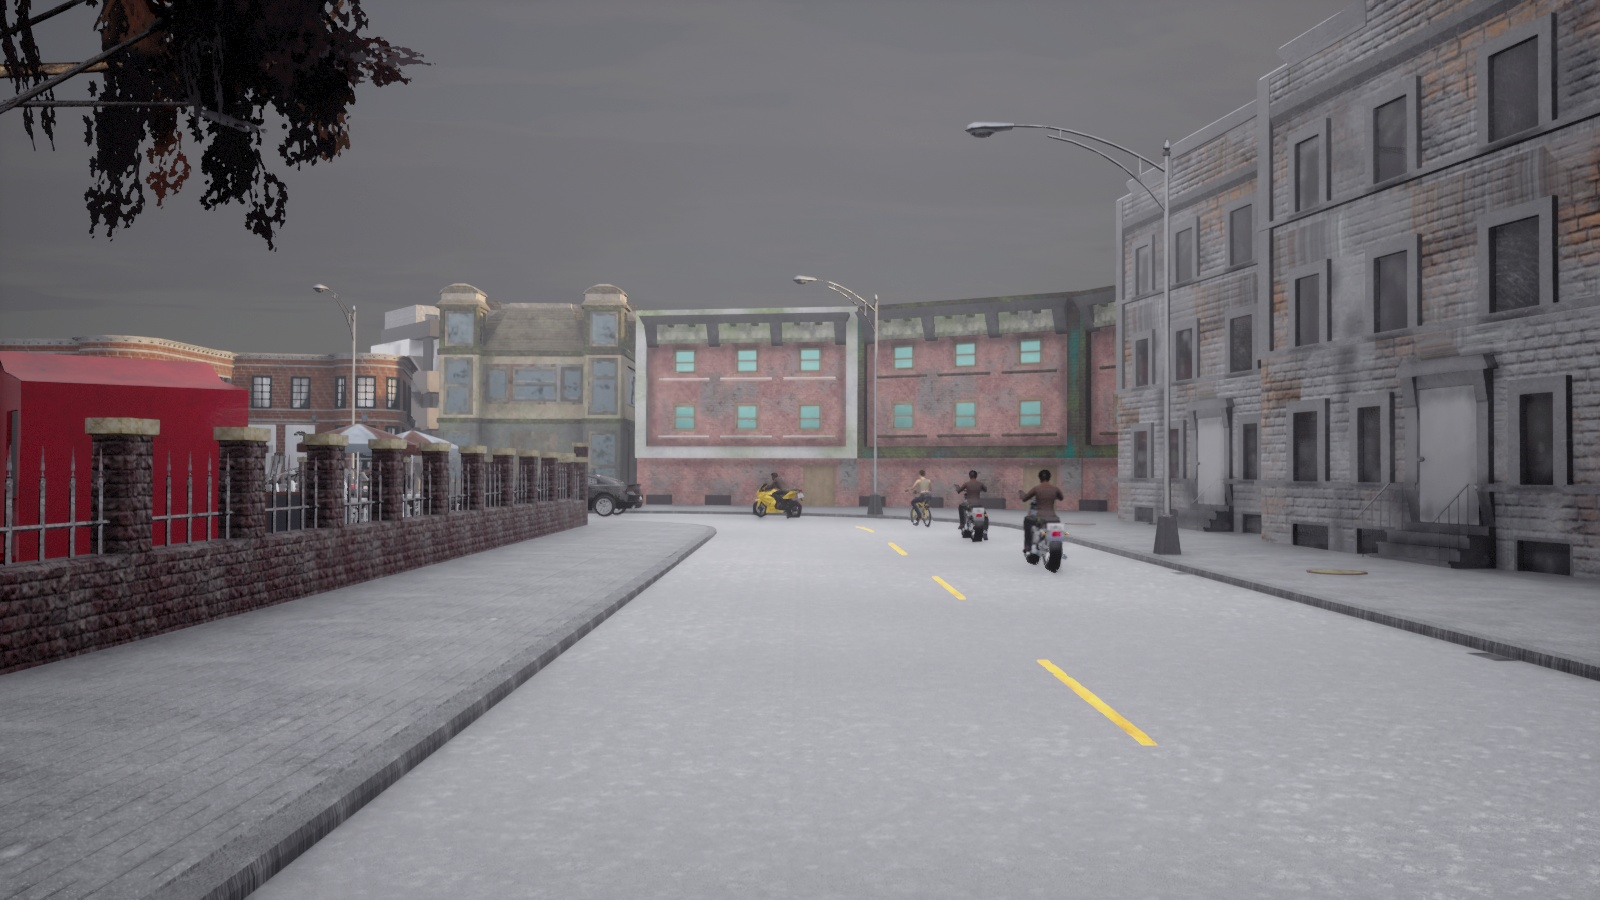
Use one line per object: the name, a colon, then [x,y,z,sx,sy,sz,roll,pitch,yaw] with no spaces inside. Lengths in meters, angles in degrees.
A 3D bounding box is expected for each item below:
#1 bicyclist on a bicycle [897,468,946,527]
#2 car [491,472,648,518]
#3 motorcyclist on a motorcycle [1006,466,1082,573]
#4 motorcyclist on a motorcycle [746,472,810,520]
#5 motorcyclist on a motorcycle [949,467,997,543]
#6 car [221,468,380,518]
bicyclist on a bicycle: [3.436,1.338,35.628,0.866,1.612,1.509,0,-2,-15]
car: [-7.928,1.554,43.472,5.008,1.535,1.882,0,-1,6]
motorcyclist on a motorcycle: [3.950,1.094,20.529,0.766,1.649,2.350,0,-1,0]
motorcyclist on a motorcycle: [-0.738,1.497,41.398,2.044,1.523,0.797,-1,-1,36]
motorcyclist on a motorcycle: [3.930,1.230,28.657,0.766,1.649,2.350,0,-1,0]
car: [-17.227,1.458,43.500,4.611,1.667,2.242,0,-1,0]
